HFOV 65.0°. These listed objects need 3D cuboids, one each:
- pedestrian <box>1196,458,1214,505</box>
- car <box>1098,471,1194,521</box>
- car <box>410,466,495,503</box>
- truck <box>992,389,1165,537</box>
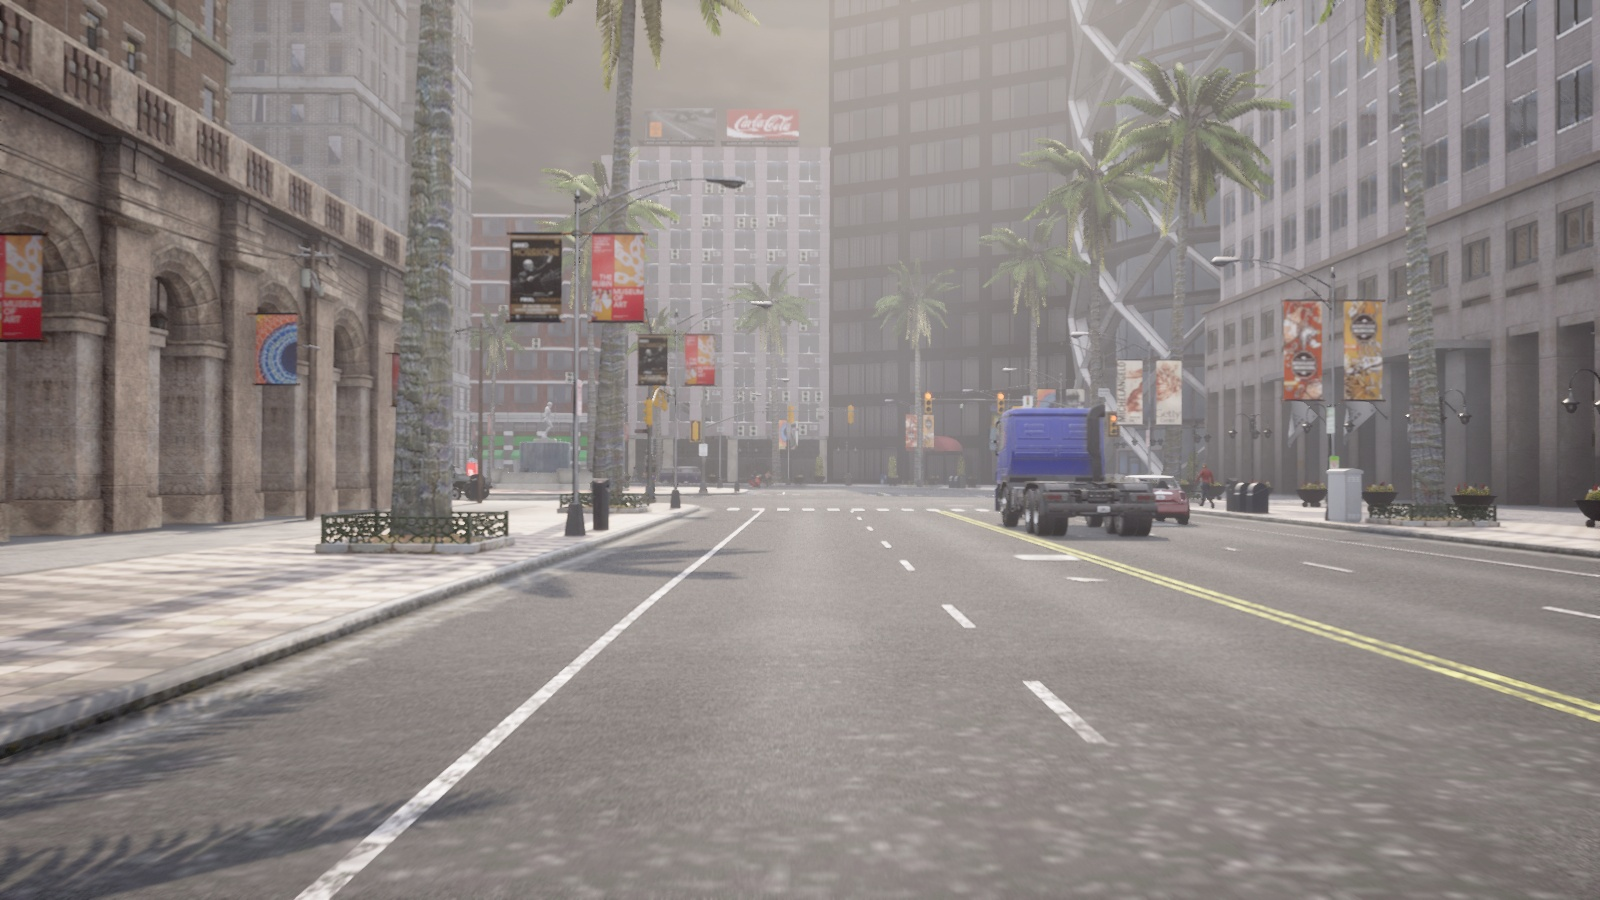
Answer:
[{"bbox_3d":[15.952,1.236,49.481,0.331,1.846,0.636,0,-1,-18],"label":"pedestrian"},{"bbox_3d":[10.709,1.393,39.168,1.970,1.475,3.806,0,-1,0],"label":"car"},{"bbox_3d":[-18.005,1.774,65.219,3.866,1.878,1.905,0,-1,1],"label":"car"},{"bbox_3d":[7.158,0.365,33.491,2.891,3.462,7.936,0,-1,0],"label":"truck"}]
